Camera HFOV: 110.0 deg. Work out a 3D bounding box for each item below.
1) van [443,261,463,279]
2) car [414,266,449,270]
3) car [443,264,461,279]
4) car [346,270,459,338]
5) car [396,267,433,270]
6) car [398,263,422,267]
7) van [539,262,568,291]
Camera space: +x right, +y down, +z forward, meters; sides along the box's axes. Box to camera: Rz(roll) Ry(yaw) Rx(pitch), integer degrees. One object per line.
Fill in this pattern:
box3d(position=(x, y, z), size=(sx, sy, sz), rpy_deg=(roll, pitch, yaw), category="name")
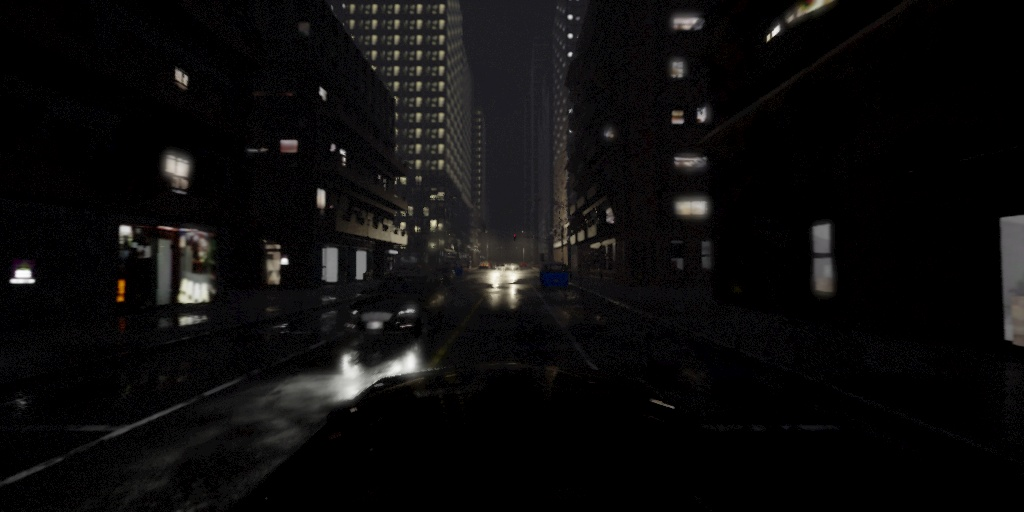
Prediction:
box3d(position=(-5.813, 1.405, 34.952), size=(1.690, 1.789, 3.998), rpy_deg=(0, 0, 0), category="van")
box3d(position=(-5.647, 1.542, 23.871), size=(1.802, 1.307, 4.207), rpy_deg=(0, 0, 0), category="car")
box3d(position=(-5.645, 1.578, 29.410), size=(1.948, 1.339, 4.313), rpy_deg=(0, 0, 0), category="car")
box3d(position=(-3.096, 1.325, 10.572), size=(2.128, 1.511, 4.902), rpy_deg=(0, -1, 0), category="car")
box3d(position=(-5.650, 1.458, 18.330), size=(2.007, 1.370, 4.403), rpy_deg=(0, 0, 0), category="car")
box3d(position=(-16.469, 1.776, 57.584), size=(4.097, 1.591, 1.967), rpy_deg=(0, 0, 0), category="car")
box3d(position=(2.701, 1.301, 23.920), size=(1.690, 1.789, 3.998), rpy_deg=(0, 0, 0), category="van")
